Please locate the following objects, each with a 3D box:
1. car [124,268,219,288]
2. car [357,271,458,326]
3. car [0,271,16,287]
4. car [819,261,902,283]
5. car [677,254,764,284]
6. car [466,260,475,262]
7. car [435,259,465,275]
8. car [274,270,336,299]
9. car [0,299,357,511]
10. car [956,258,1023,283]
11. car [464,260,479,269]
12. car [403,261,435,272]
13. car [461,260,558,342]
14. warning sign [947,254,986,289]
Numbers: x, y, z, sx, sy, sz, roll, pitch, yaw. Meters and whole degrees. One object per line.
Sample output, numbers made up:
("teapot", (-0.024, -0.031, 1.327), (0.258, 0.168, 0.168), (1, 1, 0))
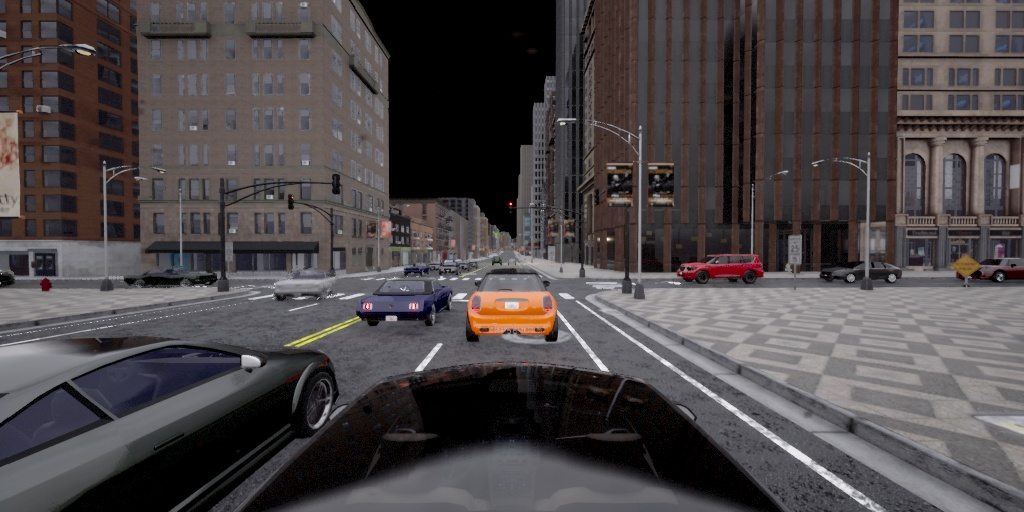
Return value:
("car", (-22.267, 1.443, 23.628), (4.718, 1.301, 1.895), (0, 1, 0))
("car", (-3.152, 1.350, 11.610), (1.895, 1.301, 4.718), (0, 0, 0))
("car", (-36.131, 1.242, 23.686), (4.553, 1.767, 2.097), (0, 1, 0))
("car", (24.888, 1.119, 25.673), (4.892, 1.490, 1.837), (0, 1, 0))
("car", (14.833, 0.876, 25.633), (5.566, 2.045, 2.150), (0, 1, 0))
("car", (-6.612, 1.338, 48.804), (1.994, 1.385, 4.181), (0, 0, 0))
("car", (-6.610, 1.331, 38.846), (1.994, 1.385, 4.181), (0, 0, 0))
("car", (-9.933, 1.351, 17.543), (1.895, 1.301, 4.718), (0, 0, -19))
("car", (-3.158, 1.314, 2.790), (1.994, 1.385, 4.181), (0, 0, 1))
("car", (35.007, 0.926, 25.705), (4.553, 1.767, 2.097), (0, 1, 0))
("car", (-6.598, 1.343, 58.824), (1.994, 1.385, 4.181), (0, 0, 0))
("car", (-9.861, 1.367, 37.637), (1.895, 1.301, 4.718), (0, 0, 0))
("car", (0.008, 1.101, 9.959), (2.097, 1.767, 4.553), (0, 0, 0))
("warning sign", (25.173, 0.827, 19.871), (1.060, 1.860, 1.300), (0, 0, 0))
